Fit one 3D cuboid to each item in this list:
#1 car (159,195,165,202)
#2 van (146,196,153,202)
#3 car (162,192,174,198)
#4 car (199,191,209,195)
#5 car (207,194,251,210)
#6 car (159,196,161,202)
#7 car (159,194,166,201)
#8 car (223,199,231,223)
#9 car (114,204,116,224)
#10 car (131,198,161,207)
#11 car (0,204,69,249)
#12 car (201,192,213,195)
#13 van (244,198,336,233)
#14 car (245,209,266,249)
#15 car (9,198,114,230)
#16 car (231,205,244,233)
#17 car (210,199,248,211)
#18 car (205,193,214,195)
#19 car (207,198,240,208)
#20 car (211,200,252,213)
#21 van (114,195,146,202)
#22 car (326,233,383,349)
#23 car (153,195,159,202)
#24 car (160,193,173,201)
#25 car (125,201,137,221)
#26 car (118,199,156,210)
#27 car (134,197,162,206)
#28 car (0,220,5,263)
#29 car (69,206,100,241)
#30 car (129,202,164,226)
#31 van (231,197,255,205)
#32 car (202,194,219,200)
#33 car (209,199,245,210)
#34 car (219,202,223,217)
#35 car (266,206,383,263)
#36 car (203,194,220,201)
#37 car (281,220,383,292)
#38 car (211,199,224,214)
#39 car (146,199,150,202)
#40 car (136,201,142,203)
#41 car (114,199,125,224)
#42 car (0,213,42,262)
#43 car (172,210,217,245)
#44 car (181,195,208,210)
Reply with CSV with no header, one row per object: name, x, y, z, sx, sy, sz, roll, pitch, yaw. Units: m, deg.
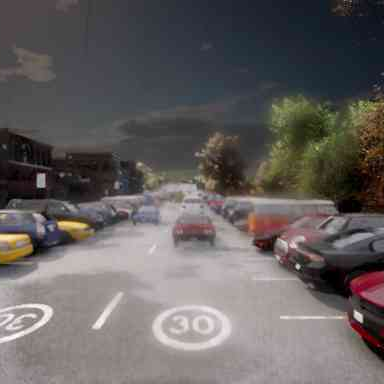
car,-7.481,1.670,52.676,5.366,1.575,1.946,0,0,0
van,-7.549,1.536,41.372,4.442,1.987,1.878,0,0,0
car,-8.112,1.548,87.130,5.366,1.575,1.946,0,1,0
car,5.182,1.300,87.160,5.566,2.045,2.435,0,1,0
car,4.882,1.531,38.719,5.566,2.045,2.435,0,0,0
car,-7.671,1.695,49.850,5.008,1.535,2.097,0,0,0
car,-7.637,1.637,61.154,4.792,1.488,2.163,0,0,0
car,4.874,1.598,24.582,4.553,1.767,2.185,0,-1,0
car,-7.663,1.733,21.573,4.674,1.452,2.002,0,-1,0
car,-7.663,1.691,55.502,4.674,1.452,2.002,0,0,0
car,-7.634,1.484,13.097,4.553,1.767,2.185,0,-1,0
car,5.130,1.453,84.376,4.553,1.767,2.185,0,1,0
van,5.019,1.413,15.986,4.442,1.987,1.878,0,0,0
car,4.908,1.612,13.287,5.008,1.535,2.097,0,-1,0
car,-7.637,1.414,18.750,5.566,2.045,2.435,0,-1,0
car,4.910,1.667,18.809,4.892,1.521,2.231,0,-1,0
car,4.882,1.768,44.368,4.792,1.488,2.163,0,0,0
car,4.882,1.526,55.537,4.553,1.767,2.185,0,0,0
car,4.908,1.672,52.838,5.008,1.535,2.097,0,0,0
car,4.881,1.790,41.544,4.792,1.488,2.163,0,0,0
van,-7.549,1.575,35.842,4.442,1.987,1.878,0,0,0
car,4.908,1.529,4.817,5.008,1.535,2.097,0,-1,0
car,-7.694,1.488,44.197,5.566,2.045,2.435,0,0,0
car,-7.904,1.617,84.489,4.674,1.452,2.002,1,1,0
car,-7.668,1.817,30.049,4.674,1.452,2.002,0,-1,0
car,-7.661,1.717,47.025,5.008,1.535,2.097,0,0,0
car,-7.664,1.669,58.328,4.674,1.452,2.002,0,0,0
car,-7.479,1.551,7.445,5.366,1.575,1.946,0,-1,0
car,-7.480,1.635,15.922,5.366,1.575,1.946,0,-1,0
car,-3.350,1.778,25.591,1.812,1.442,4.674,0,-1,0
van,5.022,1.468,21.636,4.442,1.987,1.878,0,-1,0
car,5.169,1.371,92.856,4.553,1.767,2.185,0,1,0
car,4.918,1.719,47.066,4.892,1.521,2.231,0,0,0
car,4.938,1.779,27.278,4.792,1.488,2.163,0,-1,0
car,4.934,1.459,10.465,4.553,1.767,2.185,0,-1,0
car,5.177,1.398,90.071,4.553,1.767,2.185,0,1,0
car,4.898,1.556,7.640,5.008,1.535,2.097,0,-1,0
car,4.904,1.801,35.885,5.008,1.535,2.097,0,1,0
car,-7.663,1.824,38.549,4.674,1.452,2.002,0,0,0
car,-7.663,1.839,32.884,4.674,1.452,2.002,0,-1,0
car,-7.634,1.595,24.400,4.553,1.767,2.185,0,-1,0
car,-7.851,1.579,10.271,5.366,1.575,1.946,0,-1,0
car,0.097,1.763,16.382,1.895,1.301,4.718,0,-1,0
car,0.098,1.537,32.344,2.150,2.045,5.566,0,0,0
